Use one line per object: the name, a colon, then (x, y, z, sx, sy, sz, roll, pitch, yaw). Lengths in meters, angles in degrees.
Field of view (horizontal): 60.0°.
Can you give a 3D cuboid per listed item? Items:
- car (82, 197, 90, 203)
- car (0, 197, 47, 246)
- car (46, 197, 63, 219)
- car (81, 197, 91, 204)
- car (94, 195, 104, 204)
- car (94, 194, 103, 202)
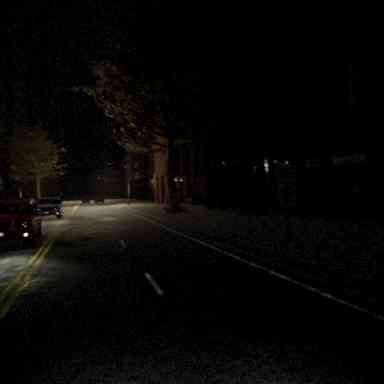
car: (-28.579, 2.043, 89.649, 1.837, 1.490, 4.892, -1, 0, -18)
car: (-8.770, 1.419, 16.360, 2.150, 2.045, 5.566, -1, 0, -18)
car: (-13.795, 1.536, 32.308, 2.150, 2.045, 5.566, -1, 0, -17)
car: (-25.416, 2.080, 79.719, 1.837, 1.490, 4.892, -1, 0, -18)
car: (-22.446, 2.013, 81.102, 1.837, 1.490, 4.892, -1, 0, -18)
car: (-25.624, 1.733, 91.059, 2.150, 2.045, 5.566, -1, 0, -18)
